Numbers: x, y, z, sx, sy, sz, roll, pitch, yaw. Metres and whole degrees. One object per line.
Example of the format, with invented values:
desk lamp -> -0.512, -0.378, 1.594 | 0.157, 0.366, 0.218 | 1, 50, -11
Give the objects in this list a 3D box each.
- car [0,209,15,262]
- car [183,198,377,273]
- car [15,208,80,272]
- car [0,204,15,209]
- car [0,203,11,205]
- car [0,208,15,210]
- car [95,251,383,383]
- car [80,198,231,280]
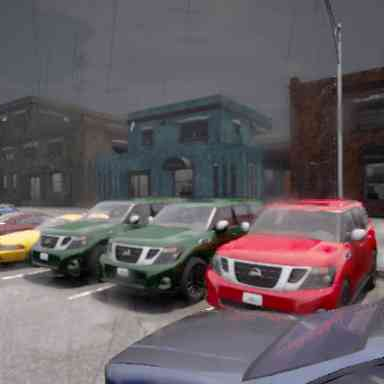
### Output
car -> -4.324, 1.473, 11.814 | 1.946, 1.575, 5.366 | 0, 0, 36
car -> 2.493, 1.221, 7.142 | 2.435, 2.045, 5.566 | 0, 0, 36
car -> -1.992, 1.218, 10.343 | 2.435, 2.045, 5.566 | 0, 0, 36
car -> -8.706, 1.511, 15.162 | 2.097, 1.535, 5.008 | -1, 0, 36
car -> -13.175, 1.586, 18.394 | 2.163, 1.488, 4.792 | -1, 0, 36
car -> -6.462, 1.532, 13.564 | 2.002, 1.452, 4.674 | 0, 0, 36
car -> 1.745, 1.548, 2.133 | 5.357, 1.411, 2.033 | 0, 0, 35
car -> 0.252, 1.214, 8.741 | 2.435, 2.045, 5.566 | 0, 0, 36
